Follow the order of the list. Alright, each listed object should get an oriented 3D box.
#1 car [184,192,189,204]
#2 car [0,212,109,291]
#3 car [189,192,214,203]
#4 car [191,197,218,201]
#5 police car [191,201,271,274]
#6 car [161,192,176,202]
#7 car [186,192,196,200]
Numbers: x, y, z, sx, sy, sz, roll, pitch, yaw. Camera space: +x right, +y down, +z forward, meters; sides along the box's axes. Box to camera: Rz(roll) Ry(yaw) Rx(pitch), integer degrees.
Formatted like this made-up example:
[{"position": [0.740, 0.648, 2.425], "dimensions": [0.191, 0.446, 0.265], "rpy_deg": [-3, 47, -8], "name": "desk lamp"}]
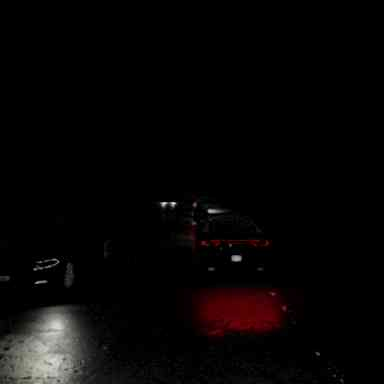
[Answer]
[{"position": [-0.107, 0.885, 46.495], "dimensions": [1.882, 1.535, 5.008], "rpy_deg": [0, 0, 0], "name": "car"}, {"position": [-3.623, 1.361, 8.889], "dimensions": [1.882, 1.535, 5.008], "rpy_deg": [0, 1, 0], "name": "car"}, {"position": [0.979, 1.014, 26.119], "dimensions": [2.097, 1.767, 4.553], "rpy_deg": [0, 1, 0], "name": "car"}, {"position": [0.996, 1.265, 20.151], "dimensions": [1.812, 1.442, 4.674], "rpy_deg": [0, 1, 0], "name": "car"}, {"position": [1.022, 1.291, 10.259], "dimensions": [1.930, 1.638, 5.238], "rpy_deg": [0, 1, 0], "name": "police car"}, {"position": [-3.718, 0.831, 53.284], "dimensions": [1.837, 1.490, 4.892], "rpy_deg": [0, 0, 0], "name": "car"}, {"position": [-0.177, 0.678, 65.746], "dimensions": [1.837, 1.490, 4.892], "rpy_deg": [0, 1, 0], "name": "car"}]
